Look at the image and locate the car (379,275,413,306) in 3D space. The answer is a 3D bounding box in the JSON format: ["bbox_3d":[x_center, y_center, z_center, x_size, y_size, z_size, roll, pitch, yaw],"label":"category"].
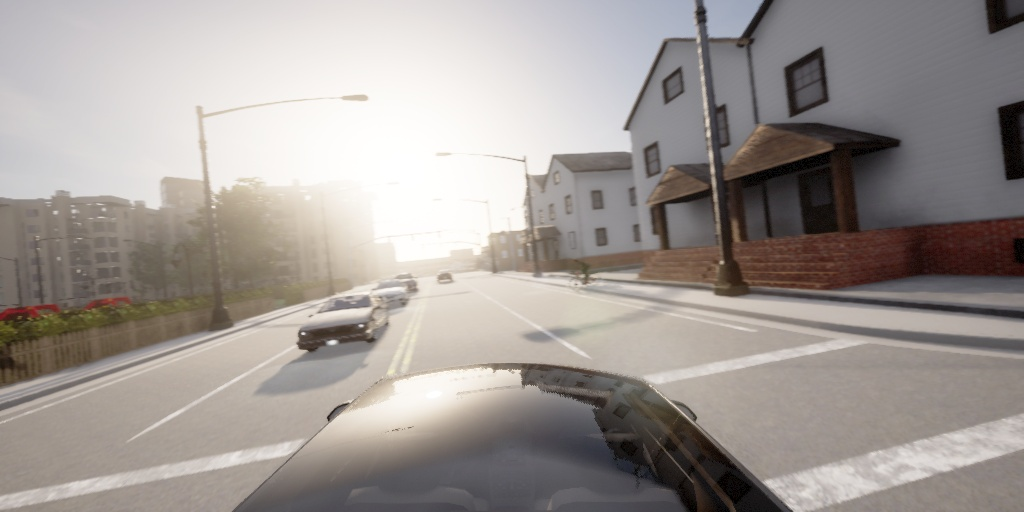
[{"bbox_3d":[-7.197,2.169,21.365,1.812,1.442,4.674,-6,0,-12],"label":"car"}]

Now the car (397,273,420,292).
[{"bbox_3d":[-9.336,2.287,31.438,2.097,1.767,4.553,-6,0,-12],"label":"car"}]

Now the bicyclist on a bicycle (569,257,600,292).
[{"bbox_3d":[3.452,0.828,17.614,1.656,1.620,0.582,-16,2,-12],"label":"bicyclist on a bicycle"}]

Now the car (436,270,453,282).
[{"bbox_3d":[-8.453,2.451,45.023,1.812,1.442,4.674,-6,0,-12],"label":"car"}]

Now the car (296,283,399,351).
[{"bbox_3d":[-5.196,1.916,11.808,2.033,1.411,5.357,-6,0,-12],"label":"car"}]
